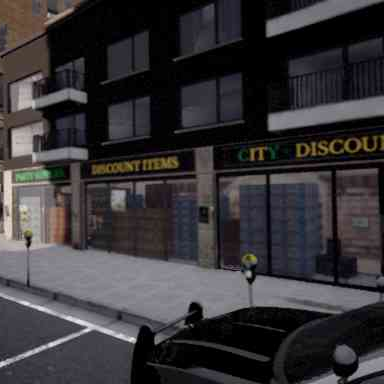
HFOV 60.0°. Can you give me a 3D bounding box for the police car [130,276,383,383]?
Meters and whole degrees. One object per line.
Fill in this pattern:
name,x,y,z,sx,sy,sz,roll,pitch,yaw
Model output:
police car,1.756,1.422,2.166,5.238,1.638,1.930,-1,0,35
